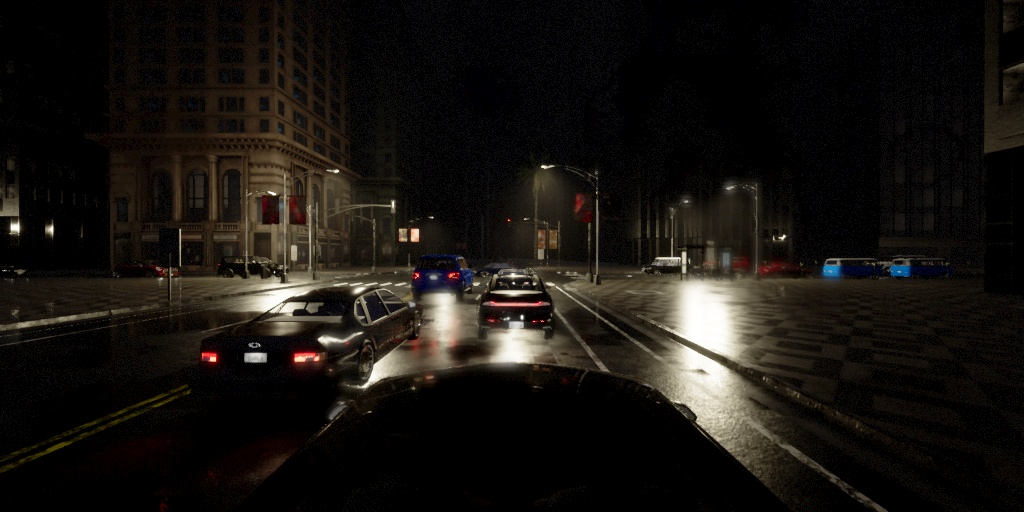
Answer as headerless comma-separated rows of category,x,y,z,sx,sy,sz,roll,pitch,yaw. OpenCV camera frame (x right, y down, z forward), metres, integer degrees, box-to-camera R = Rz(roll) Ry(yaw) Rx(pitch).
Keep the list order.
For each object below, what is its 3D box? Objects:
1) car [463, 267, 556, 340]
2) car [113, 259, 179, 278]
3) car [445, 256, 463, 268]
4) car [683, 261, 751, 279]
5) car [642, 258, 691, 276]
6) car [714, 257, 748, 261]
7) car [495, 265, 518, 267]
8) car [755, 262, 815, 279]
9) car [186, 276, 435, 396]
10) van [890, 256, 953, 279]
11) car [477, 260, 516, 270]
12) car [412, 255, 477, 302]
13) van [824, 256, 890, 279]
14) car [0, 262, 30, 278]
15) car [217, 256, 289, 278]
car,0.092,1.240,9.994,2.128,1.511,4.902,0,0,0
car,-33.172,1.137,32.586,4.553,1.767,2.097,0,0,0
car,-9.854,0.975,61.252,2.150,2.045,5.566,0,0,-1
car,17.061,1.299,29.850,4.403,1.370,2.007,0,0,0
car,15.538,1.224,35.709,4.902,1.511,2.128,0,0,0
car,22.731,1.035,38.379,5.009,1.841,2.192,0,0,0
car,0.078,1.351,19.110,1.895,1.301,4.718,0,0,0
car,22.739,1.326,29.854,4.207,1.307,1.802,0,0,0
car,-3.150,1.297,6.925,2.033,1.411,5.357,0,0,0
van,34.093,1.080,29.862,3.998,1.789,1.690,0,0,0
car,-1.325,1.298,32.820,5.357,1.411,2.033,0,0,-28
car,-3.156,0.972,17.166,2.150,2.045,5.566,0,0,0
van,28.416,1.082,29.858,3.998,1.789,1.690,0,0,0
car,-47.180,1.293,32.663,4.902,1.511,2.128,0,0,0
car,-23.454,0.996,32.536,5.566,2.045,2.150,0,0,0
